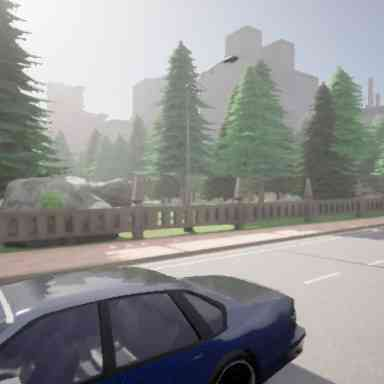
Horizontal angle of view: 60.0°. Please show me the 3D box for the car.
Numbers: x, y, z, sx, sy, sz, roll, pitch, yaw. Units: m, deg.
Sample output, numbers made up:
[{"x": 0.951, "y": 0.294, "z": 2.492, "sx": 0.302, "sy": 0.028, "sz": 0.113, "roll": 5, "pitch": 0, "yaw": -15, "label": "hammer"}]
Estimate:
[{"x": -1.188, "y": 1.547, "z": 3.129, "sx": 5.357, "sy": 1.411, "sz": 2.033, "roll": -1, "pitch": 0, "yaw": -36, "label": "car"}]
